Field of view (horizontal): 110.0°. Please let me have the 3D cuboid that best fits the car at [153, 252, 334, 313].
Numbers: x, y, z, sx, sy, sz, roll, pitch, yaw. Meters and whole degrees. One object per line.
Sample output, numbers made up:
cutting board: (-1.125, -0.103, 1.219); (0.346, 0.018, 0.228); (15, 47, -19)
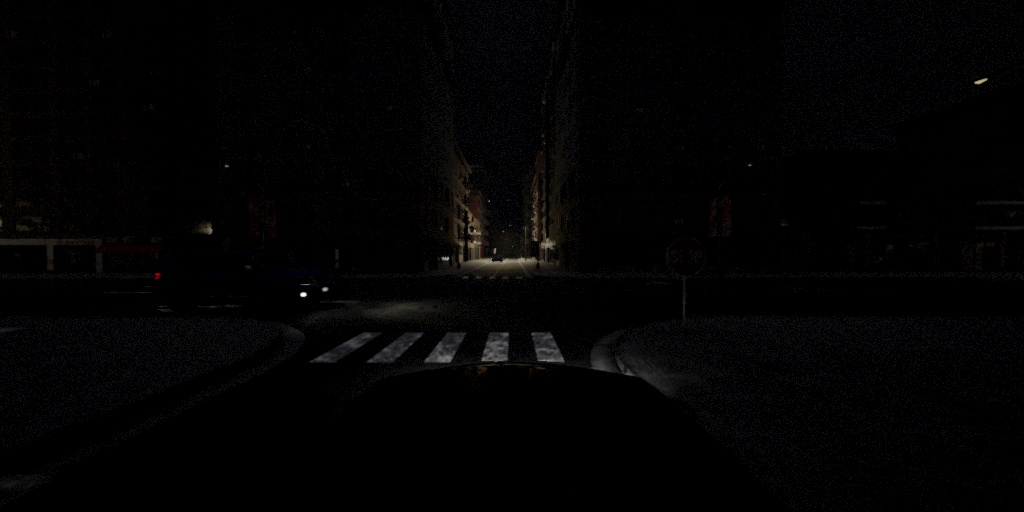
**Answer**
car: (-9.529, 0.855, 12.954); (5.566, 2.045, 2.150); (0, 1, 0)
